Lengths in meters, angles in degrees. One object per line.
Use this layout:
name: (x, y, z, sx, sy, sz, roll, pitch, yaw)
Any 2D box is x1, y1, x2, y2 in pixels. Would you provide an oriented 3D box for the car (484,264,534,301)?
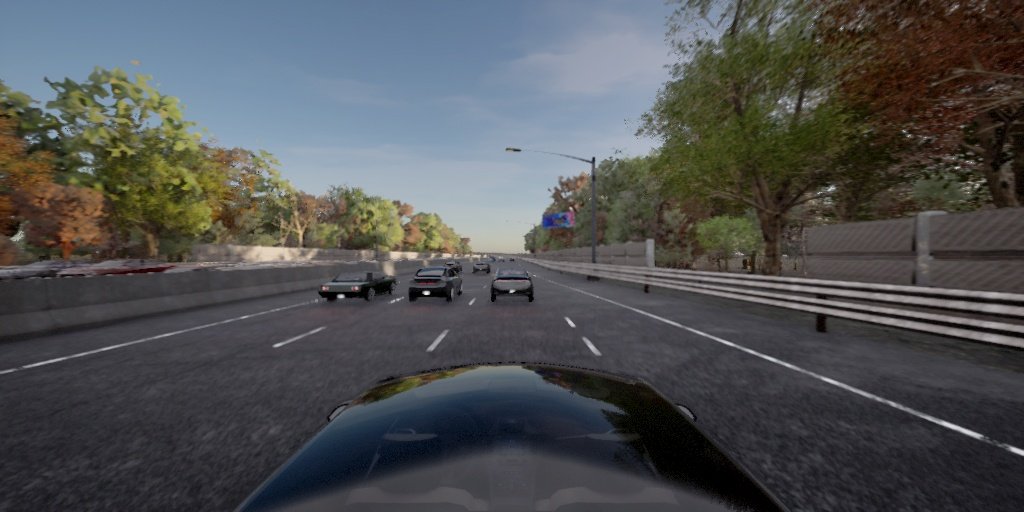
car: (0.007, 1.249, 17.193, 2.128, 1.511, 4.902, 0, 0, 0)

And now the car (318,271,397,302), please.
car: (-6.991, 1.359, 16.894, 1.895, 1.301, 4.718, 0, 0, 0)

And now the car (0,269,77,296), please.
car: (-27.372, 1.418, 19.354, 1.895, 1.301, 4.718, 0, 0, 3)

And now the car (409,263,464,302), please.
car: (-3.492, 1.265, 17.076, 1.837, 1.490, 4.892, 0, 0, 0)

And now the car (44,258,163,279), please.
car: (-20.991, 0.854, 19.381, 1.882, 1.535, 5.008, 0, 0, 0)

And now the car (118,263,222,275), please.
car: (-17.491, 1.284, 19.379, 1.882, 1.535, 5.008, 0, 0, 0)

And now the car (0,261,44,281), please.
car: (-24.491, 0.917, 19.382, 2.033, 1.411, 5.357, 0, 0, 0)

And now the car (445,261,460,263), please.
car: (-6.980, 1.278, 42.486, 1.837, 1.490, 4.892, 0, 0, 0)

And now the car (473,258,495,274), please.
car: (-3.481, 1.263, 42.284, 2.128, 1.511, 4.902, 0, 0, 0)
